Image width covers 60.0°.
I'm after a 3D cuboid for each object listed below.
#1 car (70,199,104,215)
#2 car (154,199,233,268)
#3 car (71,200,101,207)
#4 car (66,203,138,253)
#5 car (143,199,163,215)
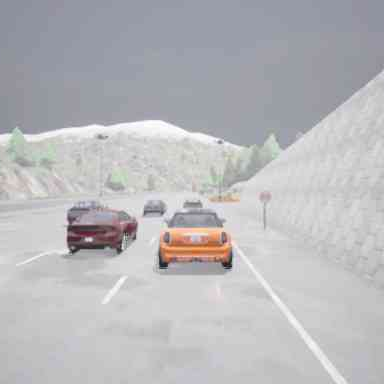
[{"bbox_3d":[-10.410,1.443,33.414,1.895,1.301,4.718,0,0,0],"label":"car"},{"bbox_3d":[0.097,1.299,11.183,2.097,1.767,4.553,0,0,0],"label":"car"},{"bbox_3d":[-6.907,1.384,22.676,2.128,1.511,4.902,0,0,0],"label":"car"},{"bbox_3d":[-3.404,1.413,13.463,1.882,1.535,5.008,0,0,0],"label":"car"},{"bbox_3d":[-3.409,1.400,31.203,2.033,1.411,5.357,0,0,0],"label":"car"}]
